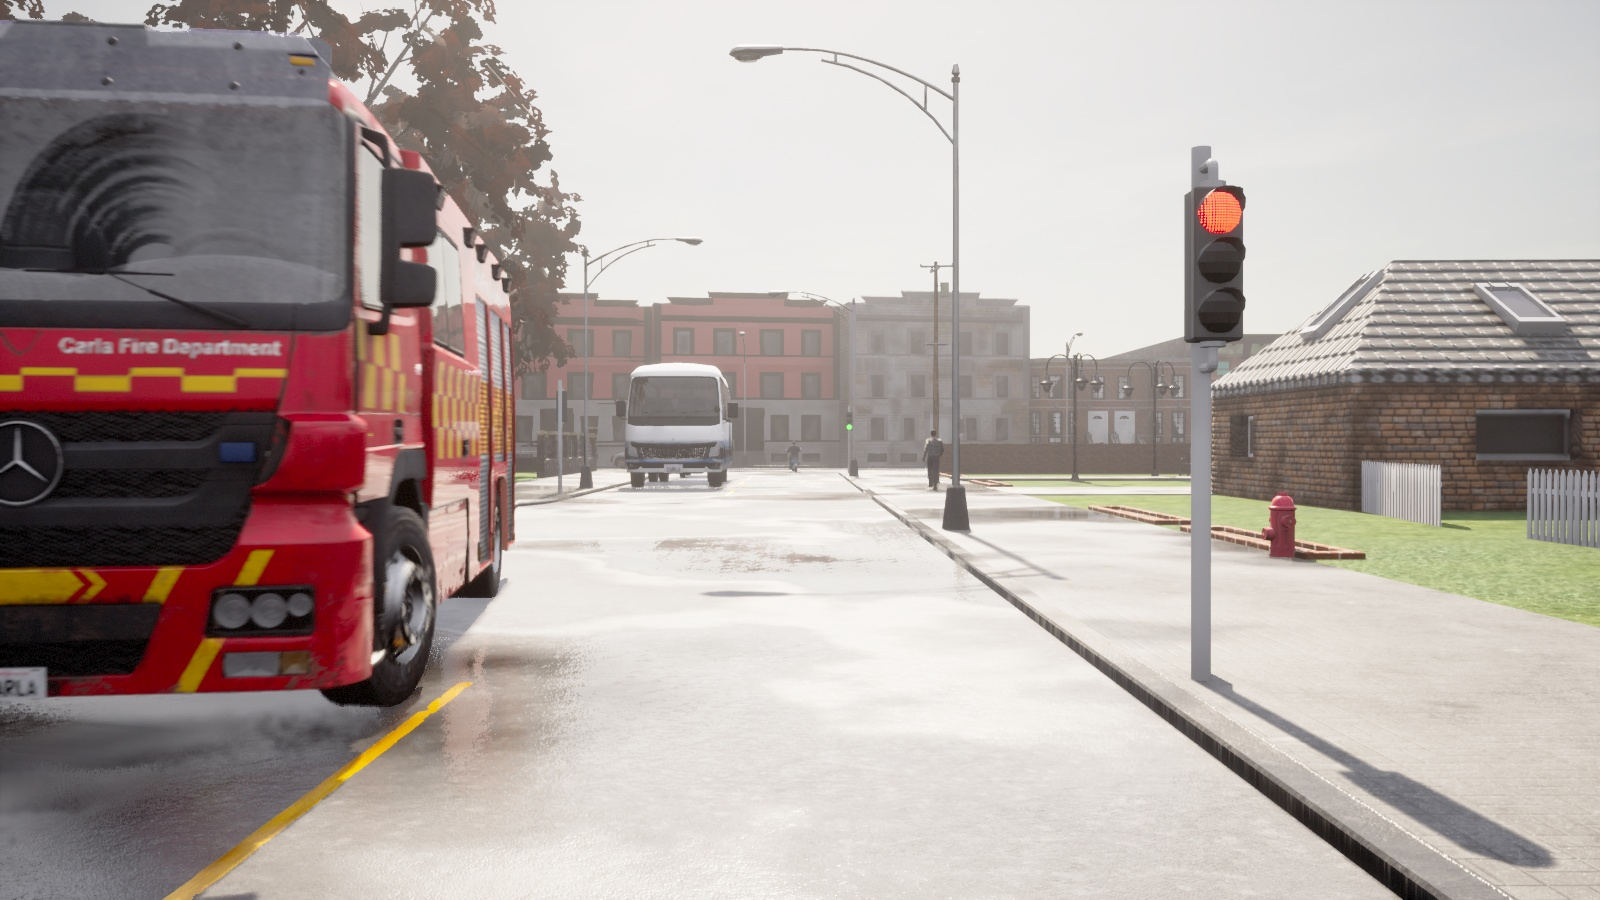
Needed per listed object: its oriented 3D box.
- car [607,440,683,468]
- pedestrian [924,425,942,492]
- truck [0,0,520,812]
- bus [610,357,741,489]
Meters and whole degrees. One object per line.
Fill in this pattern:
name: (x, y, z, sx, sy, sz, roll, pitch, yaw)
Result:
car: (-8.948, 0.228, 72.623, 3.988, 1.617, 1.851, 0, 0, 13)
pedestrian: (3.909, 0.251, 36.977, 0.423, 1.949, 0.788, 0, 0, -1)
truck: (-3.927, -0.474, 9.252, 2.891, 3.827, 8.468, 0, 0, -7)
bus: (-4.227, -0.889, 45.382, 3.944, 4.253, 10.273, 0, 0, -1)
